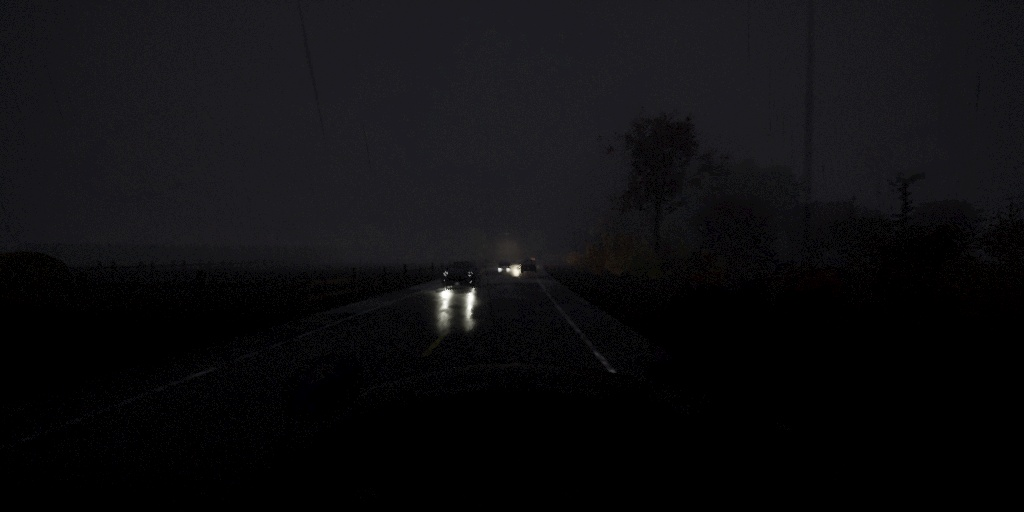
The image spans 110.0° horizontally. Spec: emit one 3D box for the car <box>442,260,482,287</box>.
[{"bbox_3d":[-3.303,1.105,24.165,2.097,1.767,4.553,0,0,2],"label":"car"}]

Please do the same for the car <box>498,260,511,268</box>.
[{"bbox_3d":[-1.306,1.392,64.185,1.895,1.301,4.718,0,0,4],"label":"car"}]

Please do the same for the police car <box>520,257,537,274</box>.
[{"bbox_3d":[1.977,1.202,42.613,1.930,1.638,5.238,0,0,3],"label":"police car"}]
